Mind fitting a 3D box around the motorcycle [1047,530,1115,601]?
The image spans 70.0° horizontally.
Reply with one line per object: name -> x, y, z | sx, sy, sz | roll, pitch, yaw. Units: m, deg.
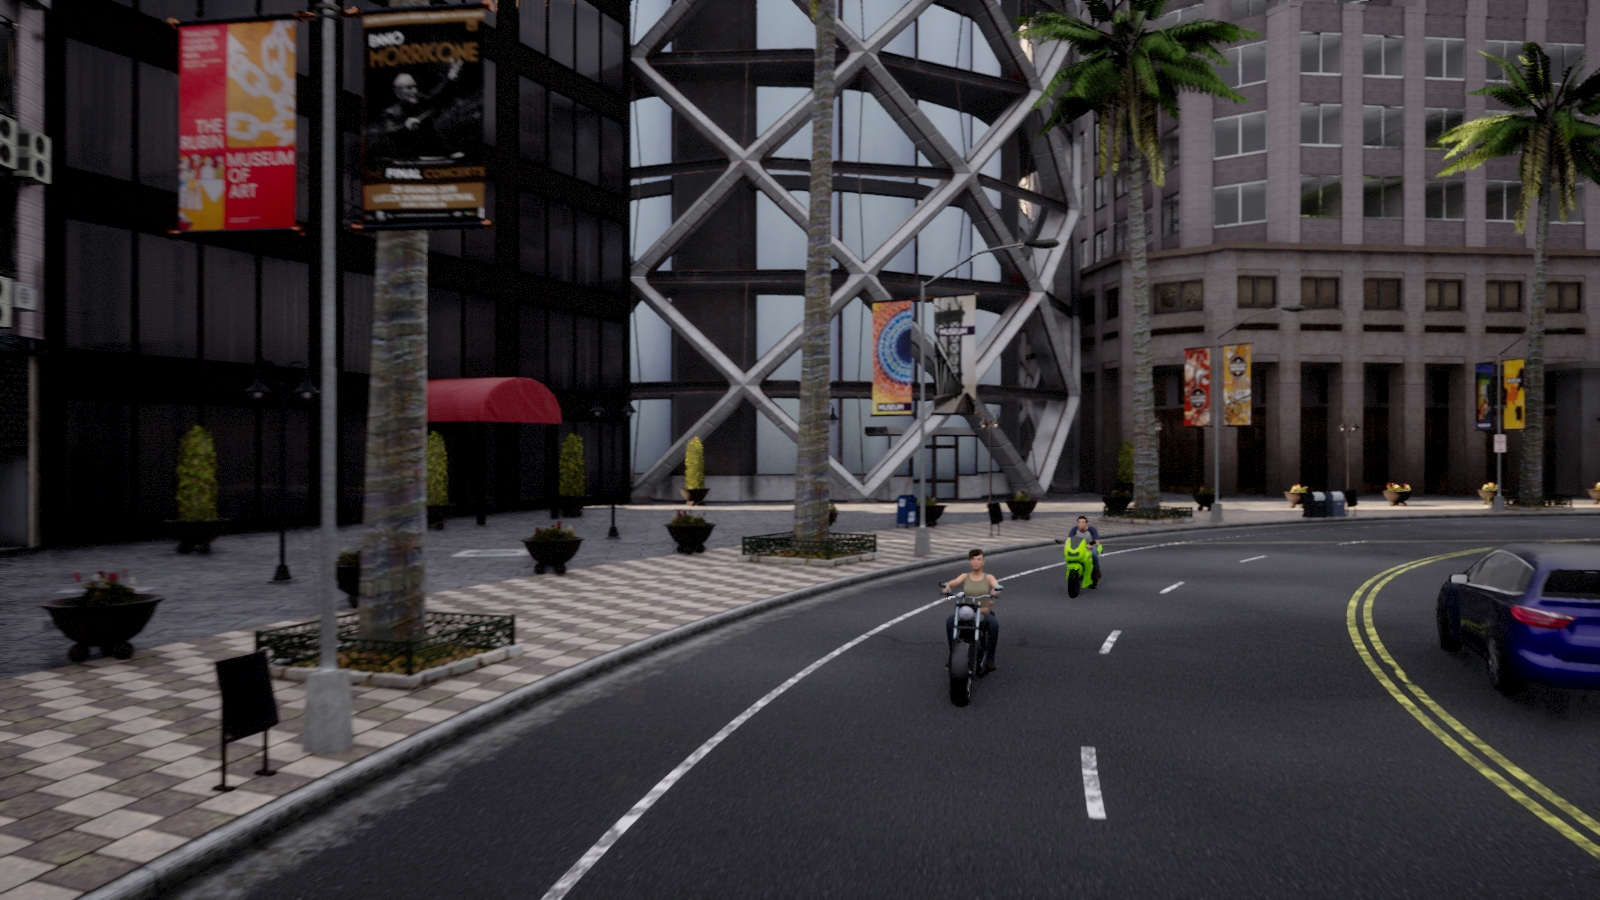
motorcycle -> 5.479, 2.216, 22.188 | 0.803, 1.145, 2.033 | 0, 0, 28

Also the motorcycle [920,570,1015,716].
motorcycle -> 1.998, 2.171, 13.346 | 0.764, 1.277, 2.356 | 1, 0, 16

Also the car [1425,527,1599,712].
car -> 9.565, 1.974, 14.344 | 2.242, 1.667, 4.611 | 0, 0, 19
